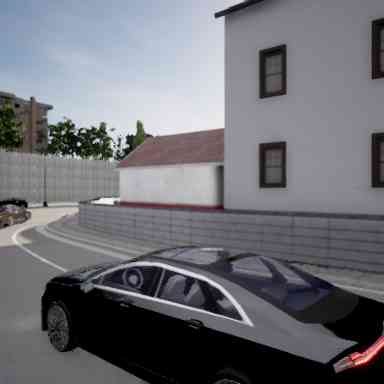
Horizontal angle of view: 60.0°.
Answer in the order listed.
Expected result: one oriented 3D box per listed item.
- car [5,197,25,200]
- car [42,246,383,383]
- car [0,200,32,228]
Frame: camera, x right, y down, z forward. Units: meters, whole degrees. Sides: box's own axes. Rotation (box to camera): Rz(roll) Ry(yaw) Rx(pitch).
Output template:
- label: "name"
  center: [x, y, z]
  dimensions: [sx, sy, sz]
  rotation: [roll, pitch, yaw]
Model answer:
- label: "car"
  center: [-22.725, 1.409, 42.269]
  dimensions: [4.902, 1.511, 2.128]
  rotation: [0, 0, 36]
- label: "car"
  center: [-0.145, 1.486, 4.366]
  dimensions: [4.902, 1.511, 2.128]
  rotation: [0, 0, 39]
- label: "car"
  center: [-12.358, 1.506, 21.958]
  dimensions: [2.033, 1.411, 5.357]
  rotation: [0, 0, -8]
